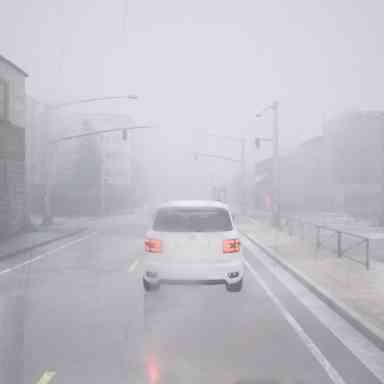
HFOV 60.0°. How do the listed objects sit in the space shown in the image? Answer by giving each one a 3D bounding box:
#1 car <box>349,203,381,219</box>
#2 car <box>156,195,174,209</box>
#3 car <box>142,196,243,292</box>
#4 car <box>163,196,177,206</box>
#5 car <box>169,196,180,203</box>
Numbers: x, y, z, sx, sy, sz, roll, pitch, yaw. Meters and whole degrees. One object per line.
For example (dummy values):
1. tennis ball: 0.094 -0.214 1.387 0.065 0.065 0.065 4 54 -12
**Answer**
1. car: 16.648 1.740 30.262 4.181 1.385 1.994 0 0 0
2. car: -3.703 1.352 46.586 2.097 1.767 4.553 0 0 0
3. car: 0.033 1.221 9.074 2.150 2.045 5.566 0 0 1
4. car: -3.711 1.491 56.967 2.128 1.511 4.902 0 0 0
5. car: -3.658 1.547 69.143 2.033 1.411 5.357 0 0 0
